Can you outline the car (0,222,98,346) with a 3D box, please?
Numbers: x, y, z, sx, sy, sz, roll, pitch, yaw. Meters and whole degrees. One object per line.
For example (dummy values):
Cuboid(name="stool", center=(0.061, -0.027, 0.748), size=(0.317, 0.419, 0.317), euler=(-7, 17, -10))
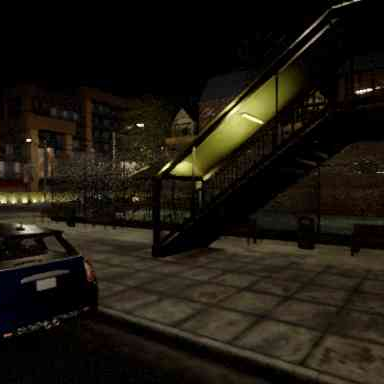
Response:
Cuboid(name="car", center=(-3.841, 1.352, 6.048), size=(4.553, 1.767, 2.185), euler=(0, 0, 35))
